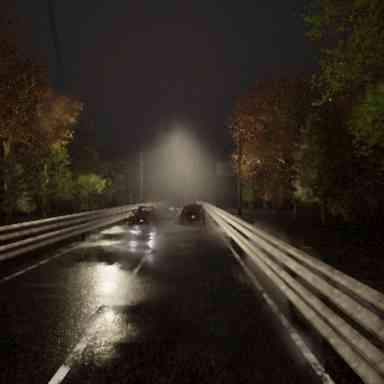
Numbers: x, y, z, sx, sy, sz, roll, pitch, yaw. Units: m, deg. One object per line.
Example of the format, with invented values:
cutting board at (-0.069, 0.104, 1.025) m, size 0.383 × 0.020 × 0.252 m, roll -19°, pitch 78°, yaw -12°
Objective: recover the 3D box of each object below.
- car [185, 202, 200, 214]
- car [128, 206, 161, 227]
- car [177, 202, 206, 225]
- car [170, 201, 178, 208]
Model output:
car at (0.069, 1.986, 42.272) m, size 1.812 × 1.442 × 4.674 m, roll 0°, pitch -1°, yaw 0°
car at (-3.365, 1.743, 24.163) m, size 1.994 × 1.385 × 4.181 m, roll 0°, pitch -1°, yaw 0°
car at (0.080, 1.681, 26.038) m, size 1.882 × 1.535 × 5.008 m, roll 0°, pitch -1°, yaw 0°
car at (-3.315, 2.431, 66.080) m, size 1.994 × 1.385 × 4.181 m, roll 0°, pitch -1°, yaw 0°
